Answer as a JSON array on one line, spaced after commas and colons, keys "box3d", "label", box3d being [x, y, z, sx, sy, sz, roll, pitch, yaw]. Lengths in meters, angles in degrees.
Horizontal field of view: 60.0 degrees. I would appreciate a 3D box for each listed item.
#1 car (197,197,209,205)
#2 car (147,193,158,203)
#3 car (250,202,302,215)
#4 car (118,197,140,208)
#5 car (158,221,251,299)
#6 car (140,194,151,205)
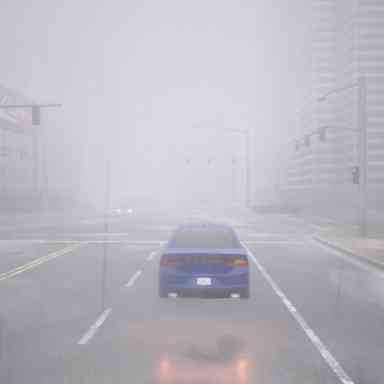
[{"box3d": [1.914, 1.525, 56.878, 1.812, 1.442, 4.674, 0, 0, 2], "label": "car"}, {"box3d": [-8.333, 1.221, 67.625, 2.150, 2.045, 5.566, 0, 0, 2], "label": "car"}, {"box3d": [8.151, 1.601, 32.691, 4.718, 1.301, 1.895, 0, 0, 2], "label": "car"}, {"box3d": [-9.081, 1.505, 47.323, 1.837, 1.490, 4.892, 0, 0, 2], "label": "car"}, {"box3d": [0.313, 1.478, 8.538, 1.882, 1.535, 5.008, 0, 0, 2], "label": "car"}, {"box3d": [-8.744, 1.526, 57.359, 1.812, 1.442, 4.674, 0, 0, 2], "label": "car"}]
